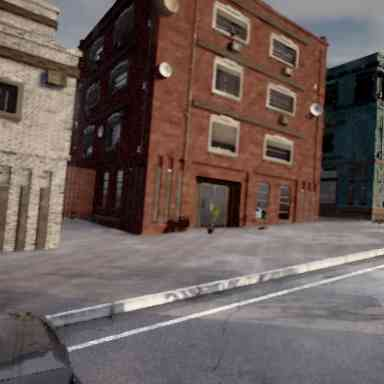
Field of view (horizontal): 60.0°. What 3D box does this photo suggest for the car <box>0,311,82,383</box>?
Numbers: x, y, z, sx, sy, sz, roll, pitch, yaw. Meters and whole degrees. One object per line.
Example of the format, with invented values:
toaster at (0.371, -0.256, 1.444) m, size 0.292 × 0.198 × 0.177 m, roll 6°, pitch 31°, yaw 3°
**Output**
car at (-3.308, 1.543, 1.630) m, size 5.357 × 1.411 × 2.033 m, roll 0°, pitch 0°, yaw -35°
